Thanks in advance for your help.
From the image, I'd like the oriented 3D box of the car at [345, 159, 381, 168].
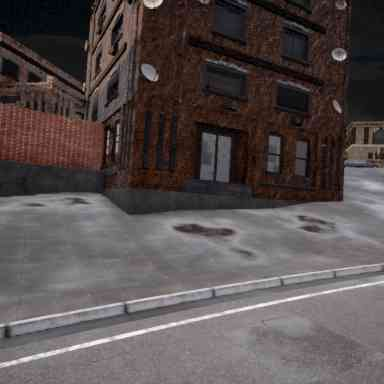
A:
[{"bbox_3d":[21.218,-3.296,41.902,4.553,1.767,2.185,2,-3,15],"label":"car"}]
